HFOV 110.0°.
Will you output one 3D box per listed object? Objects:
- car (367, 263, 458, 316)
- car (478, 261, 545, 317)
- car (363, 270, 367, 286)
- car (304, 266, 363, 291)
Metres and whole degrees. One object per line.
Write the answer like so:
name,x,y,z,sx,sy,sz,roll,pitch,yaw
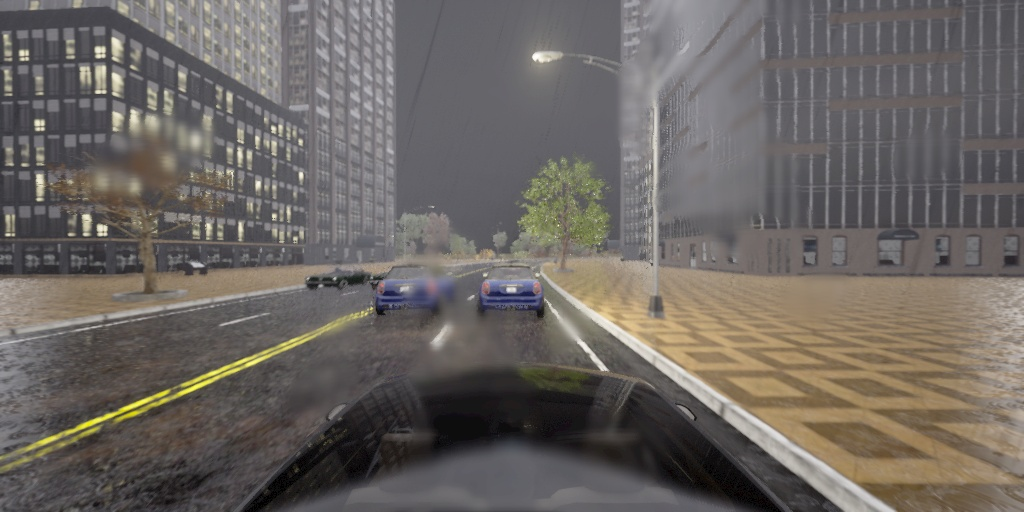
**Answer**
car,-3.272,1.034,13.170,2.097,1.767,4.553,0,0,0
car,-0.023,1.030,13.015,2.097,1.767,4.553,0,0,0
car,-6.676,1.237,21.142,1.895,1.301,4.718,0,0,1
car,-9.930,1.243,20.881,1.895,1.301,4.718,0,0,1
